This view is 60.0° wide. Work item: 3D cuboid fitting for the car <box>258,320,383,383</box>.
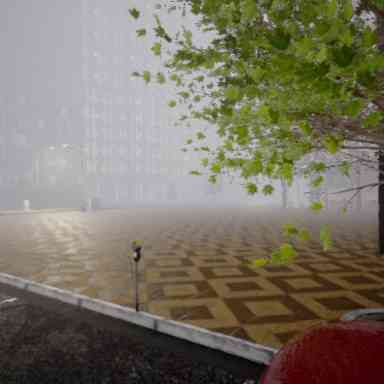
[{"bbox_3d":[2.569,1.304,1.045,5.009,1.841,2.192,0,0,36],"label":"car"}]
